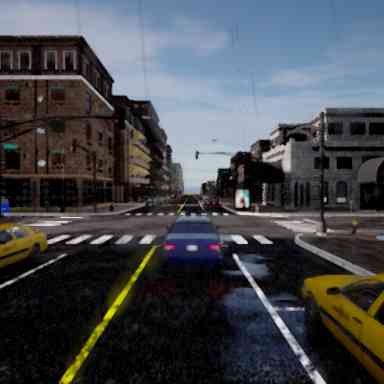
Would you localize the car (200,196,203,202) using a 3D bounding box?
[{"bbox_3d":[2.684,1.524,53.276,1.802,1.307,4.206,0,0,0],"label":"car"}]

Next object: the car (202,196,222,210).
[{"bbox_3d":[2.683,1.388,41.883,1.967,1.590,4.097,0,0,0],"label":"car"}]

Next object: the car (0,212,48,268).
[{"bbox_3d":[-5.696,1.511,9.245,1.752,1.417,4.829,0,0,0],"label":"car"}]

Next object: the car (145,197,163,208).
[{"bbox_3d":[-5.697,1.495,47.567,2.008,1.369,4.403,0,0,0],"label":"car"}]

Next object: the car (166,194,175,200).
[{"bbox_3d":[-5.699,1.379,87.443,1.967,1.590,4.097,-1,0,0],"label":"car"}]

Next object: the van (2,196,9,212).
[{"bbox_3d":[-17.764,1.241,28.316,3.998,1.788,1.690,0,0,0],"label":"van"}]

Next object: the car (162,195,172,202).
[{"bbox_3d":[-5.697,1.462,75.881,1.752,1.417,4.829,0,0,0],"label":"car"}]

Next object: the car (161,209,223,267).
[{"bbox_3d":[0.017,1.530,11.343,2.033,1.411,5.357,0,0,0],"label":"car"}]

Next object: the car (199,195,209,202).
[{"bbox_3d":[2.684,1.487,76.063,2.008,1.369,4.403,-1,0,0],"label":"car"}]

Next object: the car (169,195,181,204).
[{"bbox_3d":[-3.041,1.417,60.099,1.882,1.535,5.008,0,0,1],"label":"car"}]

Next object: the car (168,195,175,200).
[{"bbox_3d":[-5.698,1.466,92.970,1.752,1.417,4.829,-1,0,0],"label":"car"}]

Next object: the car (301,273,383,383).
[{"bbox_3d":[2.685,1.519,3.884,1.752,1.417,4.829,0,0,0],"label":"car"}]

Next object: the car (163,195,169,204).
[{"bbox_3d":[-5.697,1.490,58.961,2.008,1.369,4.403,0,0,0],"label":"car"}]
